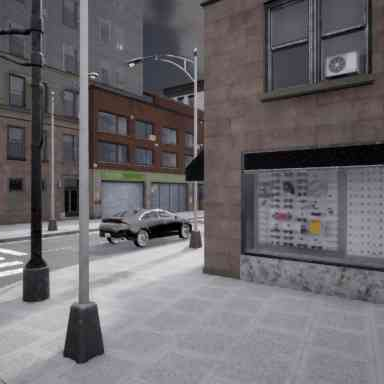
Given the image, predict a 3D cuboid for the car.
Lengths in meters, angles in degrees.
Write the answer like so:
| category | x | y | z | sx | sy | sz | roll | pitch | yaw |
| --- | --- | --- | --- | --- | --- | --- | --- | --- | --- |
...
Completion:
| category | x | y | z | sx | sy | sz | roll | pitch | yaw |
| --- | --- | --- | --- | --- | --- | --- | --- | --- | --- |
| car | -1.886 | 1.459 | 14.956 | 2.128 | 1.511 | 4.902 | 0 | 0 | 35 |
